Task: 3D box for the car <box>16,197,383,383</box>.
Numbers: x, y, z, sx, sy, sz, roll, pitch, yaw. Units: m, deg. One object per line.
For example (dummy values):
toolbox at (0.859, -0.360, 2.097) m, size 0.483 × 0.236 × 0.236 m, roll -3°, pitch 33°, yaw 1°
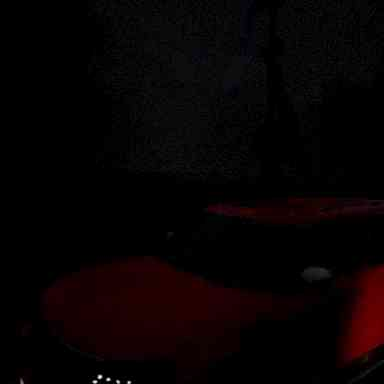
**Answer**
car at (1.017, 1.124, 4.056) m, size 5.566 × 2.045 × 2.150 m, roll 0°, pitch 2°, yaw -35°
